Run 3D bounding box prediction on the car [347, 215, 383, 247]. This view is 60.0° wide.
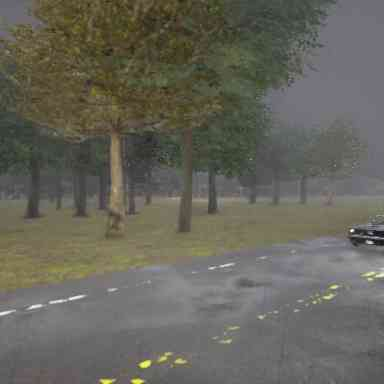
[{"bbox_3d":[8.563,1.619,14.048,4.718,1.301,1.895,0,0,-37],"label":"car"}]
